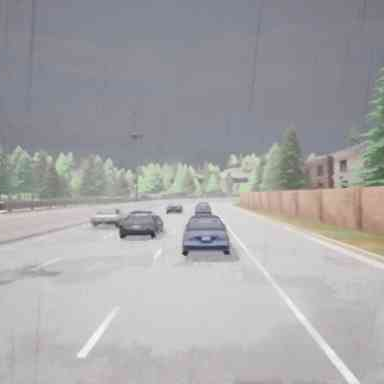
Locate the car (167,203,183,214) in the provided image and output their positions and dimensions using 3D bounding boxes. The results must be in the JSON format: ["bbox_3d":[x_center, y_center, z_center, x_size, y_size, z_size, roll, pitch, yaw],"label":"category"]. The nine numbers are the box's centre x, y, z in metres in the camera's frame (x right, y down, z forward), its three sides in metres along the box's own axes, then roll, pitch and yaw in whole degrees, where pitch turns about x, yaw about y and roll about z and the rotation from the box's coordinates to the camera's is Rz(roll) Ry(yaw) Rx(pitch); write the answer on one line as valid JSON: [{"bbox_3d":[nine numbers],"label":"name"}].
[{"bbox_3d":[-2.126,2.008,41.887,1.895,1.301,4.718,-1,-1,2],"label":"car"}]

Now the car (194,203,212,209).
[{"bbox_3d":[1.224,1.868,36.750,2.033,1.411,5.357,-1,0,2],"label":"car"}]

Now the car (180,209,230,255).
[{"bbox_3d":[0.557,1.669,13.966,2.033,1.411,5.357,-1,0,2],"label":"car"}]

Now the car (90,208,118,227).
[{"bbox_3d":[-6.111,1.906,25.387,1.895,1.301,4.718,-1,-1,2],"label":"car"}]

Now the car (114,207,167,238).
[{"bbox_3d":[-2.797,1.772,19.010,1.994,1.385,4.181,-1,0,2],"label":"car"}]
